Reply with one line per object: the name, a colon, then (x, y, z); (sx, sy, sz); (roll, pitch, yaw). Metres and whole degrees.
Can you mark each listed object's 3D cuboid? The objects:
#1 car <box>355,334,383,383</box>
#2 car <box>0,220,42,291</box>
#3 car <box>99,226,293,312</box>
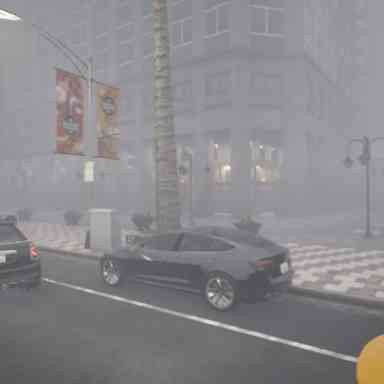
car: (3.489, 1.461, 1.505); (5.008, 1.535, 1.882); (0, 0, 36)
car: (-5.681, 1.423, 8.035); (4.553, 1.767, 2.097); (-1, 0, 36)
car: (-0.103, 1.548, 7.859); (4.786, 1.482, 2.161); (-1, 0, 35)
